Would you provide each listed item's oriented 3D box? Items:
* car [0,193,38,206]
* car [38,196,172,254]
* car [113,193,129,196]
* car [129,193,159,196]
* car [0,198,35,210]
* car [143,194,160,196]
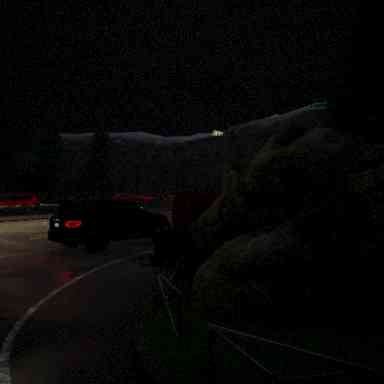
[{"bbox_3d":[-17.188,1.194,31.129,2.150,2.045,5.566,0,0,35],"label":"car"},{"bbox_3d":[-3.390,1.340,14.630,2.150,2.045,5.566,0,0,40],"label":"car"},{"bbox_3d":[-11.979,1.124,56.795,2.150,2.045,5.566,0,0,35],"label":"car"},{"bbox_3d":[-7.600,1.151,56.937,2.150,2.045,5.566,0,0,35],"label":"car"},{"bbox_3d":[-22.738,1.447,41.508,2.033,1.411,5.357,0,0,35],"label":"car"},{"bbox_3d":[-5.264,1.456,54.189,1.837,1.490,4.892,1,0,35],"label":"car"}]
